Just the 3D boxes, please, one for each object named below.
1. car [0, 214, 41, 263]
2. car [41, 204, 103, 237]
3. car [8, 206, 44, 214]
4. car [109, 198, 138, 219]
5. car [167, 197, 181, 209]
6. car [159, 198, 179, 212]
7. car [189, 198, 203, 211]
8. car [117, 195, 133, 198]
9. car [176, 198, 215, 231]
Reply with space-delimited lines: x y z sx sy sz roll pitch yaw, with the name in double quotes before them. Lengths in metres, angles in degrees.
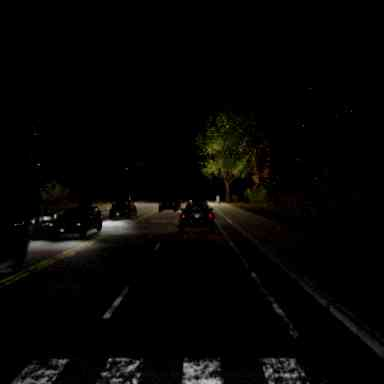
"car" -6.502 1.607 9.724 1.812 1.442 4.674 0 0 1
"car" -6.396 1.627 18.784 1.812 1.442 4.674 0 0 1
"car" -9.635 1.618 19.542 1.837 1.490 4.892 0 0 1
"car" -6.245 1.616 30.558 2.128 1.511 4.902 0 0 1
"car" -2.697 1.622 50.675 1.882 1.535 5.008 0 0 1
"car" -2.815 1.482 40.419 2.097 1.767 4.553 0 0 1
"car" 0.530 1.632 44.734 1.837 1.490 4.892 0 0 1
"car" -9.258 1.470 45.522 2.150 2.045 5.566 0 0 1
"car" 0.320 1.436 21.404 2.097 1.767 4.553 0 0 1
